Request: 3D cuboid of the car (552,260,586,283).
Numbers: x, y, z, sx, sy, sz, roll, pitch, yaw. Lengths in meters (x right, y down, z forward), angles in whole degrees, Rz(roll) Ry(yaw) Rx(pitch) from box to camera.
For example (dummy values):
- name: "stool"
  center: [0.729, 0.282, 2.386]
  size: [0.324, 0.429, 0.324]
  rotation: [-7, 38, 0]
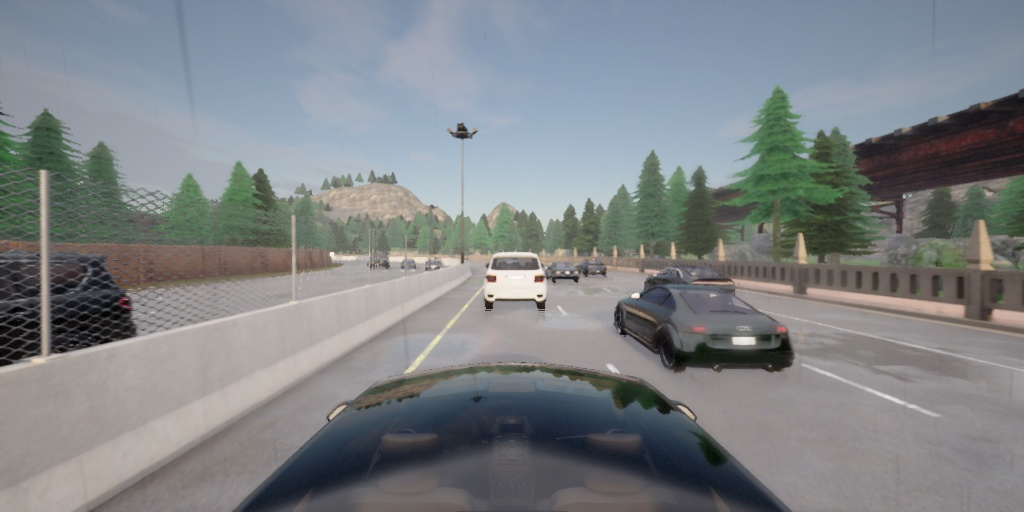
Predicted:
- name: "car"
  center: [3.539, 1.125, 25.976]
  size: [2.033, 1.411, 5.357]
  rotation: [0, 0, -2]

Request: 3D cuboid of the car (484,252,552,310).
- name: "car"
  center: [0.111, 0.883, 14.247]
  size: [2.150, 2.045, 5.566]
  rotation: [0, 0, 0]

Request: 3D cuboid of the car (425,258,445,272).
- name: "car"
  center: [-8.338, 0.978, 39.083]
  size: [2.128, 1.511, 4.902]
  rotation: [0, 0, -9]

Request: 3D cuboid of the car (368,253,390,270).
- name: "car"
  center: [-16.649, 0.666, 45.211]
  size: [2.150, 2.045, 5.566]
  rotation: [0, 0, -14]

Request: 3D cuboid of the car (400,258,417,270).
- name: "car"
  center: [-13.257, 0.982, 46.160]
  size: [2.033, 1.411, 5.357]
  rotation: [0, 0, -13]

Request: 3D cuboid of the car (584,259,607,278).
- name: "car"
  center: [6.761, 1.032, 31.274]
  size: [2.128, 1.511, 4.902]
  rotation: [0, 0, -4]

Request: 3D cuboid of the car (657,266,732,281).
- name: "car"
  center: [7.110, 1.148, 14.848]
  size: [2.128, 1.511, 4.902]
  rotation: [0, 0, 0]

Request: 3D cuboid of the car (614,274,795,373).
- name: "car"
  center: [3.603, 1.272, 7.569]
  size: [1.994, 1.385, 4.181]
  rotation: [0, 0, 0]

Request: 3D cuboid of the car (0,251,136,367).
- name: "car"
  center: [-7.099, 0.960, 3.361]
  size: [2.150, 2.045, 5.566]
  rotation: [0, 0, 0]
